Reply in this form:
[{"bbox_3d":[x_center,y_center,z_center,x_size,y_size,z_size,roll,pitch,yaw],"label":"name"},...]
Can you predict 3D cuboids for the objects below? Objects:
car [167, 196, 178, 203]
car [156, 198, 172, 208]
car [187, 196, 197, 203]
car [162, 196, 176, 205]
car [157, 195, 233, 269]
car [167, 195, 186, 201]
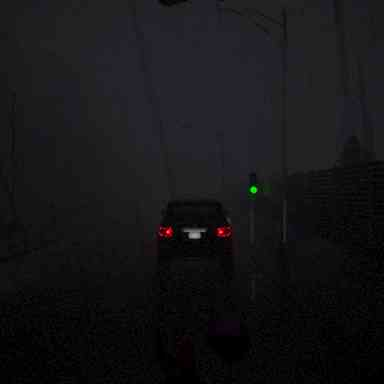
[{"bbox_3d":[-3.988,1.521,68.597,1.994,1.385,4.181,0,0,0],"label":"car"},{"bbox_3d":[-4.084,1.574,48.849,1.895,1.301,4.718,0,0,0],"label":"car"},{"bbox_3d":[0.013,1.500,72.133,2.033,1.411,5.357,0,0,0],"label":"car"},{"bbox_3d":[-4.043,1.515,58.612,2.033,1.411,5.357,0,0,0],"label":"car"},{"bbox_3d":[0.087,1.216,11.309,2.150,2.045,5.566,0,0,0],"label":"car"},{"bbox_3d":[-3.888,1.432,82.661,5.008,1.535,1.882,0,0,40],"label":"car"}]
